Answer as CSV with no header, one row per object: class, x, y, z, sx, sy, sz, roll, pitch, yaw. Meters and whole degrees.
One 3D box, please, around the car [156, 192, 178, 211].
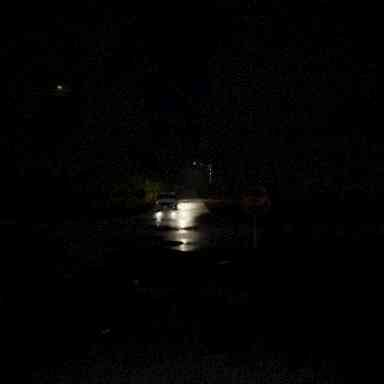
car,-2.746,1.090,37.076,2.150,2.045,5.566,0,2,0
